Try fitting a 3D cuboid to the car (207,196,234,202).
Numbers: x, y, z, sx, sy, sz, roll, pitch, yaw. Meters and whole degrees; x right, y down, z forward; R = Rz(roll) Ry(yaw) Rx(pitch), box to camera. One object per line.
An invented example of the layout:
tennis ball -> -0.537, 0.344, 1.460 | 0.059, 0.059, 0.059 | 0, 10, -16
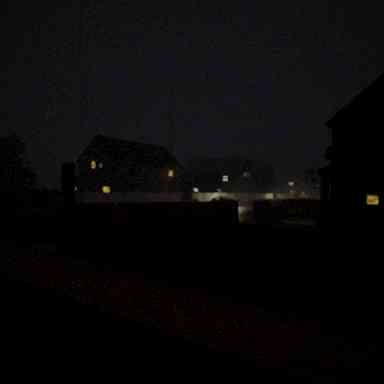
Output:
car -> 3.156, 1.172, 35.933 | 1.994, 1.385, 4.181 | 2, 1, 35
